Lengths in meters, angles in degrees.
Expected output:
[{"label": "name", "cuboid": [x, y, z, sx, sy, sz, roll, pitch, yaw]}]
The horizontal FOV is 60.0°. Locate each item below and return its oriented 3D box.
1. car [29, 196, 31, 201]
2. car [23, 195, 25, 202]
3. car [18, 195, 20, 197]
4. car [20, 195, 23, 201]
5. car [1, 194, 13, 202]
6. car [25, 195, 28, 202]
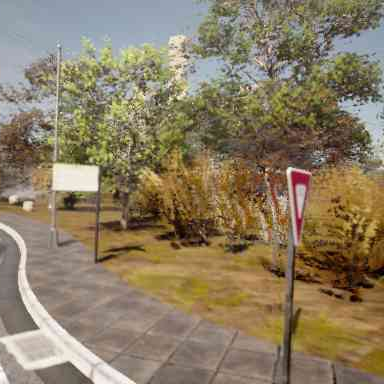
[{"label": "car", "cuboid": [-40.898, 1.855, 77.360, 4.792, 1.488, 2.163, 2, -2, -20]}, {"label": "car", "cuboid": [-38.093, 1.441, 69.586, 4.553, 1.767, 2.185, 2, -2, -20]}, {"label": "car", "cuboid": [-35.238, 1.305, 61.831, 4.792, 1.488, 2.163, 2, -3, -20]}, {"label": "car", "cuboid": [-36.375, 1.365, 64.355, 5.366, 1.575, 1.946, 2, -3, -20]}, {"label": "car", "cuboid": [-32.472, 0.954, 54.057, 4.892, 1.521, 2.231, 2, -3, -20]}, {"label": "car", "cuboid": [-39.005, 1.695, 72.185, 4.674, 1.452, 2.002, 2, -2, -20]}]
